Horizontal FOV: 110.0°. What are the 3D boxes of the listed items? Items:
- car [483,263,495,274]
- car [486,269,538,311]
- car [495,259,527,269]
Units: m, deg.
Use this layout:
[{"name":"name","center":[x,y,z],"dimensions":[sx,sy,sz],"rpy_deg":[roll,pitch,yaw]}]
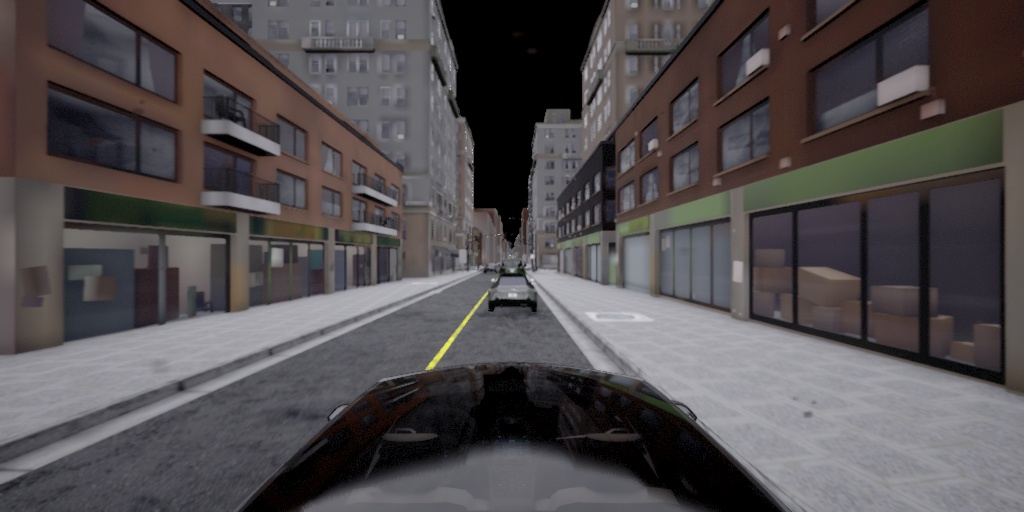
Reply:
[{"name":"car","center":[-2.978,1.701,50.410],"dimensions":[1.837,1.490,4.892],"rpy_deg":[0,-1,0]},{"name":"car","center":[0.031,1.444,15.330],"dimensions":[1.994,1.385,4.181],"rpy_deg":[0,0,0]},{"name":"car","center":[0.031,1.234,29.437],"dimensions":[2.150,2.045,5.566],"rpy_deg":[0,0,0]}]
